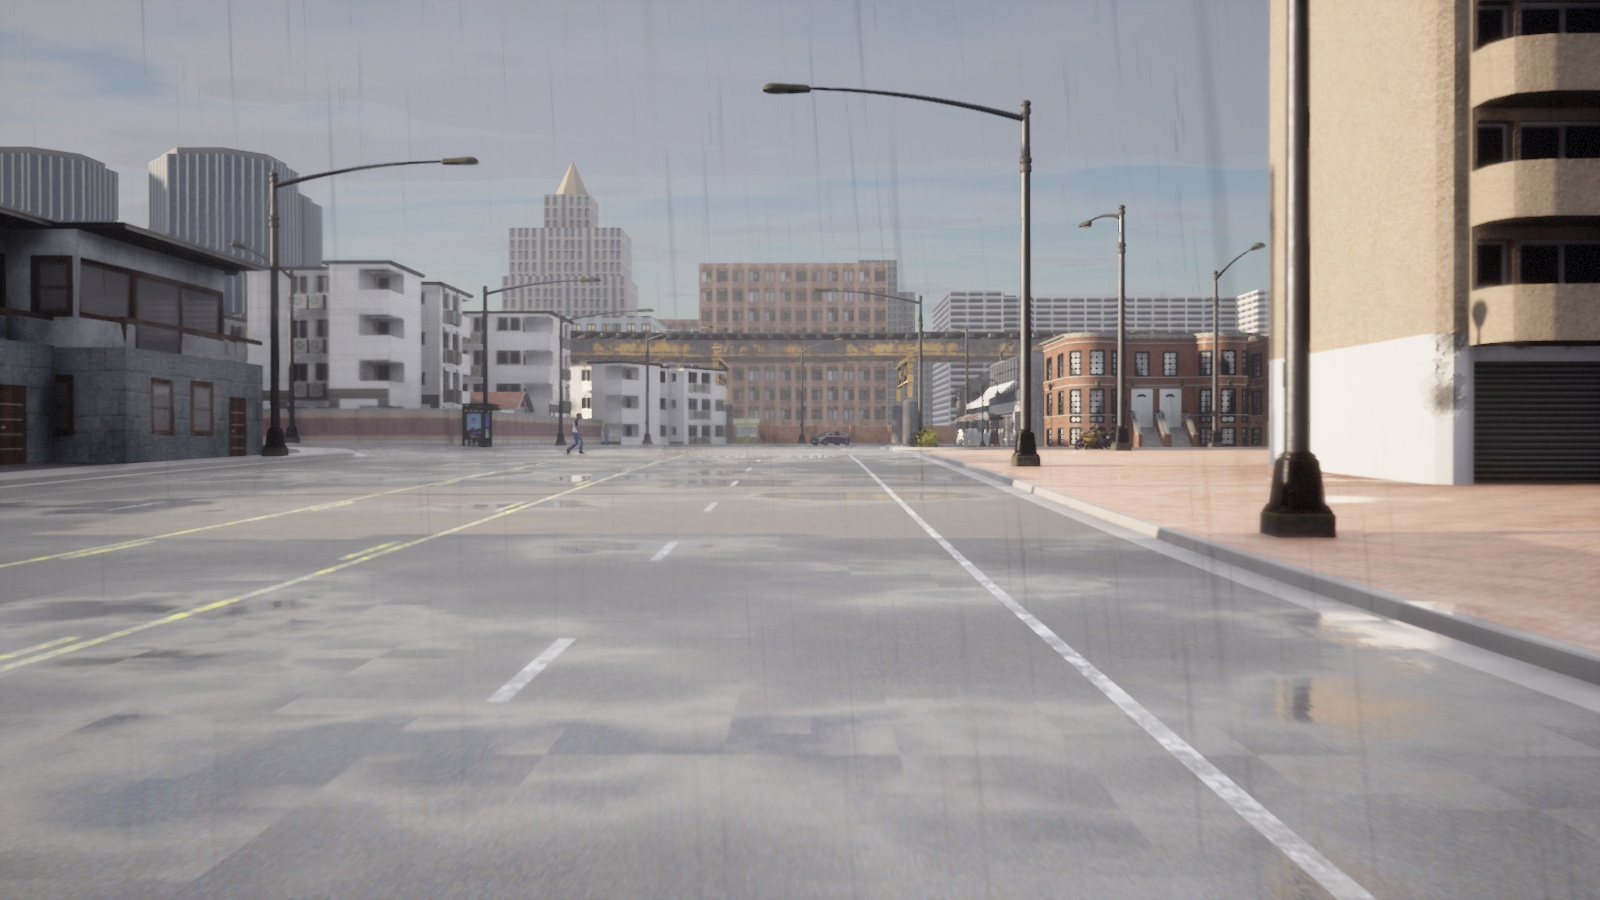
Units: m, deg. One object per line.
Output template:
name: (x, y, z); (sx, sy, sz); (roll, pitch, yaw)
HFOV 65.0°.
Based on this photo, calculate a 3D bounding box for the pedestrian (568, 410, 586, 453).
pedestrian: (-9.527, -0.793, 53.734); (0.706, 1.836, 0.354); (0, 0, -3)

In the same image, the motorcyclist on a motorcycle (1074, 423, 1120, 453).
motorcyclist on a motorcycle: (15.414, -0.620, 65.225); (2.191, 1.530, 0.866); (0, 0, 2)
